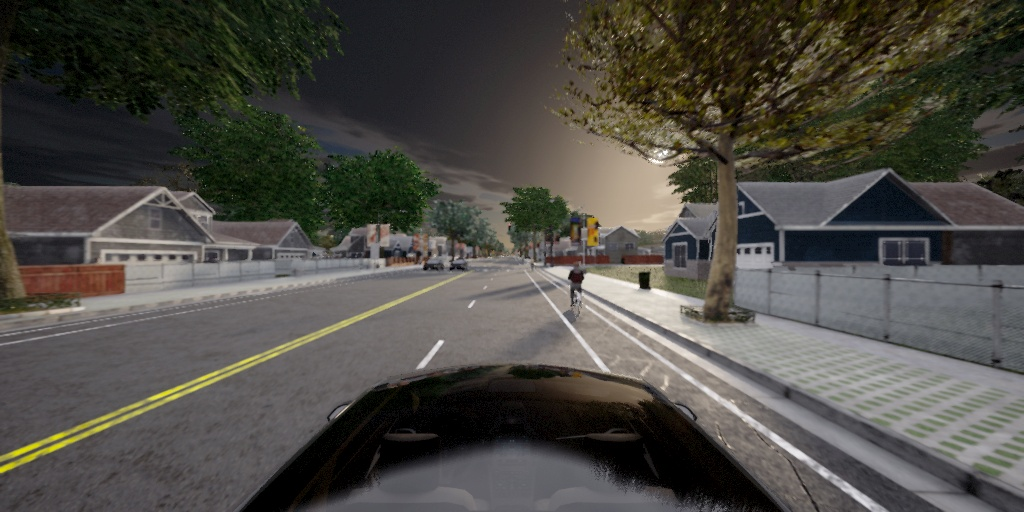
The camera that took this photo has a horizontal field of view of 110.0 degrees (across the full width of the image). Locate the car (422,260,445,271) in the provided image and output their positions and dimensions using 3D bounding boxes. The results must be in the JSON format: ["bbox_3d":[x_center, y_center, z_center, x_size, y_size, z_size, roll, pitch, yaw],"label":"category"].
[{"bbox_3d":[-9.763,1.146,45.131,2.033,1.411,5.357,0,0,0],"label":"car"}]

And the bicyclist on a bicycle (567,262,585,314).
[{"bbox_3d":[2.240,1.082,12.673,0.659,1.776,1.843,0,0,0],"label":"bicyclist on a bicycle"}]

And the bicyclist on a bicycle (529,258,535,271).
[{"bbox_3d":[2.477,1.038,43.905,0.866,1.612,1.509,0,0,-2],"label":"bicyclist on a bicycle"}]

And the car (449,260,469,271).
[{"bbox_3d":[-6.516,1.148,44.650,2.033,1.411,5.357,0,0,0],"label":"car"}]
